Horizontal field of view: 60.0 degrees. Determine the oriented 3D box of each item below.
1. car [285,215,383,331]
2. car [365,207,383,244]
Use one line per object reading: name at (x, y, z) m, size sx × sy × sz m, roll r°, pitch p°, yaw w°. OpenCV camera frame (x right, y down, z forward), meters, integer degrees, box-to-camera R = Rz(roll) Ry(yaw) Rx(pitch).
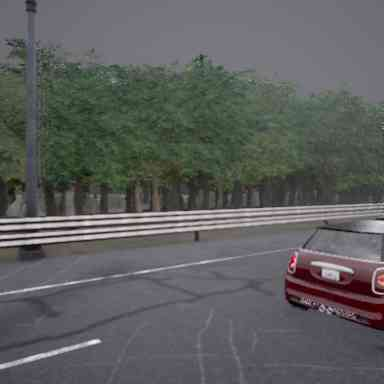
car at (3.967, 1.346, 6.597) m, size 4.553 × 1.767 × 2.097 m, roll 0°, pitch 0°, yaw -35°
car at (10.384, 1.464, 15.465) m, size 4.902 × 1.511 × 2.128 m, roll -1°, pitch 0°, yaw -35°
